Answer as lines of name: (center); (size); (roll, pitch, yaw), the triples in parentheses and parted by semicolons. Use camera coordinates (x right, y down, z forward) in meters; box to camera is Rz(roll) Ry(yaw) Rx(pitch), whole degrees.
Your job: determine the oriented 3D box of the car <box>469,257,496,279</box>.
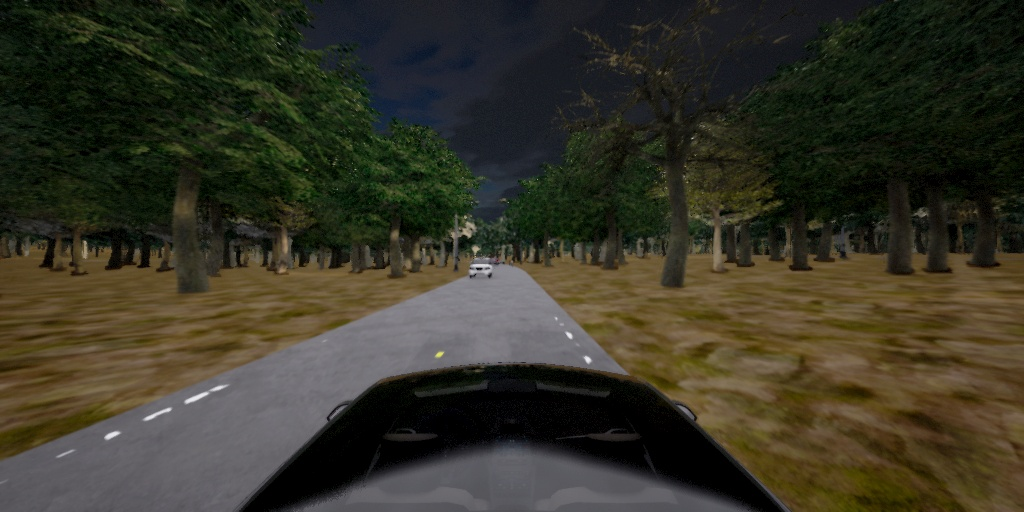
car: (-3.106, 1.200, 36.796); (2.150, 2.045, 5.566); (0, 0, 0)
